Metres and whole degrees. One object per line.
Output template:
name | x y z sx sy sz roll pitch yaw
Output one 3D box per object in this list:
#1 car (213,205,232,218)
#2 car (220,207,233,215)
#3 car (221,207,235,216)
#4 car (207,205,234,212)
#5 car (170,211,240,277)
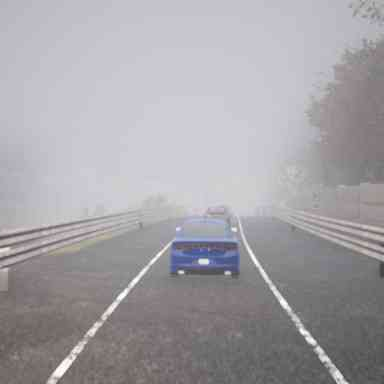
car | 3.678 2.251 39.143 2.033 1.411 5.357 0 -2 7
car | 5.558 3.086 53.063 1.895 1.301 4.718 0 -4 8
car | 6.435 3.422 59.009 2.128 1.511 4.902 0 -4 9
car | 1.848 1.753 23.688 2.128 1.511 4.902 0 -1 7
car | 0.446 1.594 10.674 1.882 1.535 5.008 0 -1 3
